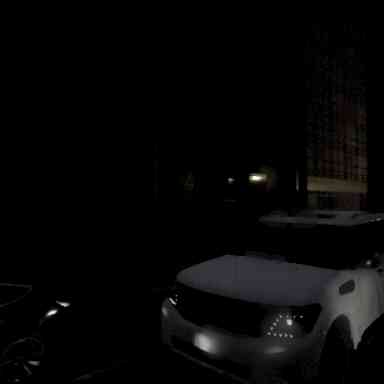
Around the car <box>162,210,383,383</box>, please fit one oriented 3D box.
[{"bbox_3d":[2.072,1.358,5.620,2.150,2.045,5.566,-2,-2,44],"label":"car"}]

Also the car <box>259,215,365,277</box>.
[{"bbox_3d":[4.371,1.716,11.777,1.967,1.590,4.097,-2,-2,44],"label":"car"}]

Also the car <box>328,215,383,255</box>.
[{"bbox_3d":[8.315,1.905,15.804,1.887,1.381,4.507,-2,-2,44],"label":"car"}]

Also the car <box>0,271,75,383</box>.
[{"bbox_3d":[-3.516,1.674,3.714,1.947,1.339,4.313,-1,-2,44],"label":"car"}]
